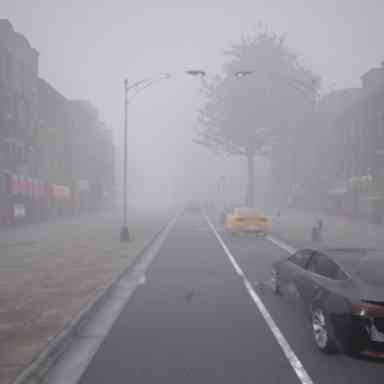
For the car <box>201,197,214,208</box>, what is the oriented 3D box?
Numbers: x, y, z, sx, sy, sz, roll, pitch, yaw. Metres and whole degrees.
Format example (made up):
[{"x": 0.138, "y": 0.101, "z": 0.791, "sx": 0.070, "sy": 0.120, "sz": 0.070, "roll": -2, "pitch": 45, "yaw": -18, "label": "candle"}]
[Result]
[{"x": 2.728, "y": 1.848, "z": 55.917, "sx": 1.967, "sy": 1.590, "sz": 4.097, "roll": 2, "pitch": -1, "yaw": 0, "label": "car"}]

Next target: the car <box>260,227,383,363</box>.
[{"x": 2.669, "y": 1.609, "z": 5.931, "sx": 1.947, "sy": 1.339, "sz": 4.313, "roll": 2, "pitch": 0, "yaw": 0, "label": "car"}]

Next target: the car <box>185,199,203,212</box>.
[{"x": 0.119, "y": 1.896, "z": 43.200, "sx": 1.895, "sy": 1.301, "sz": 4.718, "roll": 0, "pitch": 0, "yaw": 0, "label": "car"}]

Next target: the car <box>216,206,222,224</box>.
[{"x": 3.051, "y": 1.673, "z": 26.140, "sx": 1.837, "sy": 1.490, "sz": 4.892, "roll": 0, "pitch": 0, "yaw": 0, "label": "car"}]

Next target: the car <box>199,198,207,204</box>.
[{"x": 2.752, "y": 2.267, "z": 82.661, "sx": 1.947, "sy": 1.339, "sz": 4.313, "roll": 1, "pitch": -1, "yaw": 0, "label": "car"}]

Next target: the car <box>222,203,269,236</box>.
[{"x": 3.037, "y": 1.601, "z": 19.136, "sx": 1.882, "sy": 1.535, "sz": 5.008, "roll": 0, "pitch": 0, "yaw": 0, "label": "car"}]

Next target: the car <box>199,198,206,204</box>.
[{"x": 2.758, "y": 2.341, "z": 88.098, "sx": 1.947, "sy": 1.339, "sz": 4.313, "roll": 1, "pitch": -1, "yaw": 0, "label": "car"}]

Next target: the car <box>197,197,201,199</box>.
[{"x": 0.084, "y": 1.907, "z": 55.270, "sx": 1.837, "sy": 1.490, "sz": 4.892, "roll": 0, "pitch": -1, "yaw": 1, "label": "car"}]
